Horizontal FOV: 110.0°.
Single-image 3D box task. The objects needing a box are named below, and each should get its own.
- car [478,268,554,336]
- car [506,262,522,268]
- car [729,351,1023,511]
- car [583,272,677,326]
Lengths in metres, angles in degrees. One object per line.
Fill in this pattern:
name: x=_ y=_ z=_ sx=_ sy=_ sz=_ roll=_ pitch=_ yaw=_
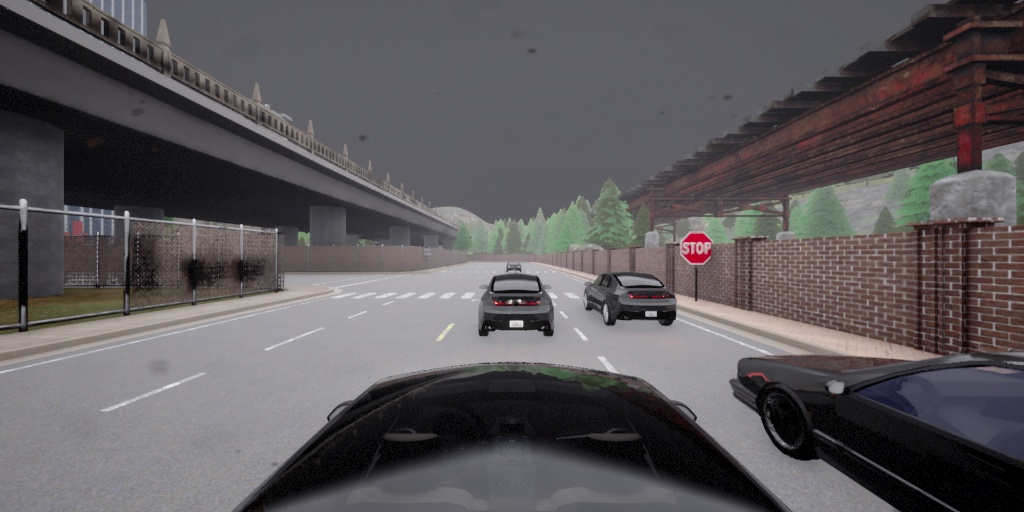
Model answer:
car: x=0.103 y=1.255 z=10.334 sx=1.837 sy=1.490 sz=4.892 roll=0 pitch=0 yaw=0
car: x=0.220 y=1.351 z=45.249 sx=1.895 sy=1.301 sz=4.718 roll=0 pitch=0 yaw=0
car: x=3.600 y=1.297 z=1.944 sx=2.033 sy=1.411 sz=5.357 roll=0 pitch=0 yaw=0
car: x=3.605 y=1.255 z=11.692 sx=1.837 sy=1.490 sz=4.892 roll=0 pitch=0 yaw=0
